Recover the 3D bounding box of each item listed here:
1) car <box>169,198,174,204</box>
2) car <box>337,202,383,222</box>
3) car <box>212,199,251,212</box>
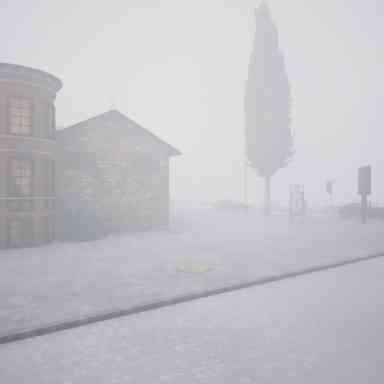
[{"bbox_3d":[-5.334,1.601,60.937,1.895,1.301,4.718,0,0,-35],"label":"car"},{"bbox_3d":[14.056,1.525,26.663,1.812,1.442,4.674,0,0,-36],"label":"car"},{"bbox_3d":[4.624,1.547,39.779,2.033,1.411,5.357,0,0,-36],"label":"car"}]
